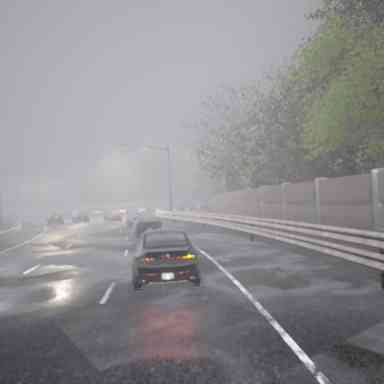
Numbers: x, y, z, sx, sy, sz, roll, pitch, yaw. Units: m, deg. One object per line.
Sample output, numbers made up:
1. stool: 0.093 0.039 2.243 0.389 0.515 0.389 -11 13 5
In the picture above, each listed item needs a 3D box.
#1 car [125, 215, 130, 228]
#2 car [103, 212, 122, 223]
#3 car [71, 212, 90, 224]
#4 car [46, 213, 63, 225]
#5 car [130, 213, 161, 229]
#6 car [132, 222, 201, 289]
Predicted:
1. car: -5.930 2.978 35.423 1.812 1.442 4.674 -2 -2 -15
2. car: -11.464 3.660 47.835 2.033 1.411 5.357 -2 -2 -26
3. car: -17.323 3.864 51.403 2.097 1.767 4.553 -2 -2 -29
4. car: -21.121 4.039 51.041 2.097 1.767 4.553 -2 -2 -29
5. car: -3.451 2.497 25.478 1.882 1.535 5.008 -2 -2 -13
6. car: -0.850 1.930 10.626 1.837 1.490 4.892 -3 -2 -6
